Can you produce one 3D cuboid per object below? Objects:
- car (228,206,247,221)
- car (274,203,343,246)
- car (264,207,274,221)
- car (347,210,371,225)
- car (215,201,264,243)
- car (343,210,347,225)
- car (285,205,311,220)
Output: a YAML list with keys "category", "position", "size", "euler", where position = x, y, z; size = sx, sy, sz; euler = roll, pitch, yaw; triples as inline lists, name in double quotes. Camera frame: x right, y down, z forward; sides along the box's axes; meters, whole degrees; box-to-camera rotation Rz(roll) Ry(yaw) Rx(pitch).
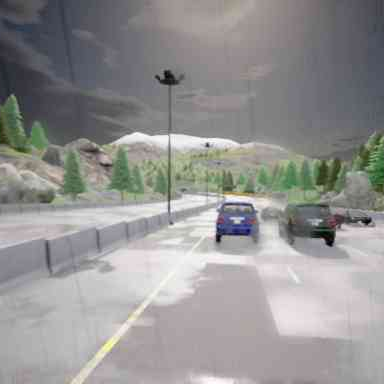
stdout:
- category: "car"
  position: [4.880, 2.263, 35.612]
  size: [1.895, 1.301, 4.718]
  euler: [1, -1, 8]
- category: "car"
  position: [5.953, 1.585, 17.781]
  size: [2.150, 2.045, 5.566]
  euler: [1, -1, 8]
- category: "car"
  position: [8.392, 2.286, 35.448]
  size: [1.994, 1.385, 4.181]
  euler: [1, -1, 8]
- category: "car"
  position: [14.838, 2.358, 30.980]
  size: [1.895, 1.301, 4.718]
  euler: [1, -1, 8]
- category: "car"
  position: [2.477, 1.530, 18.197]
  size: [2.150, 2.045, 5.566]
  euler: [1, -1, 8]
- category: "car"
  position: [10.832, 2.101, 27.542]
  size: [1.882, 1.535, 5.008]
  euler: [1, -1, 8]
- category: "car"
  position: [12.461, 2.357, 39.331]
  size: [2.128, 1.511, 4.902]
  euler: [1, -1, 8]
